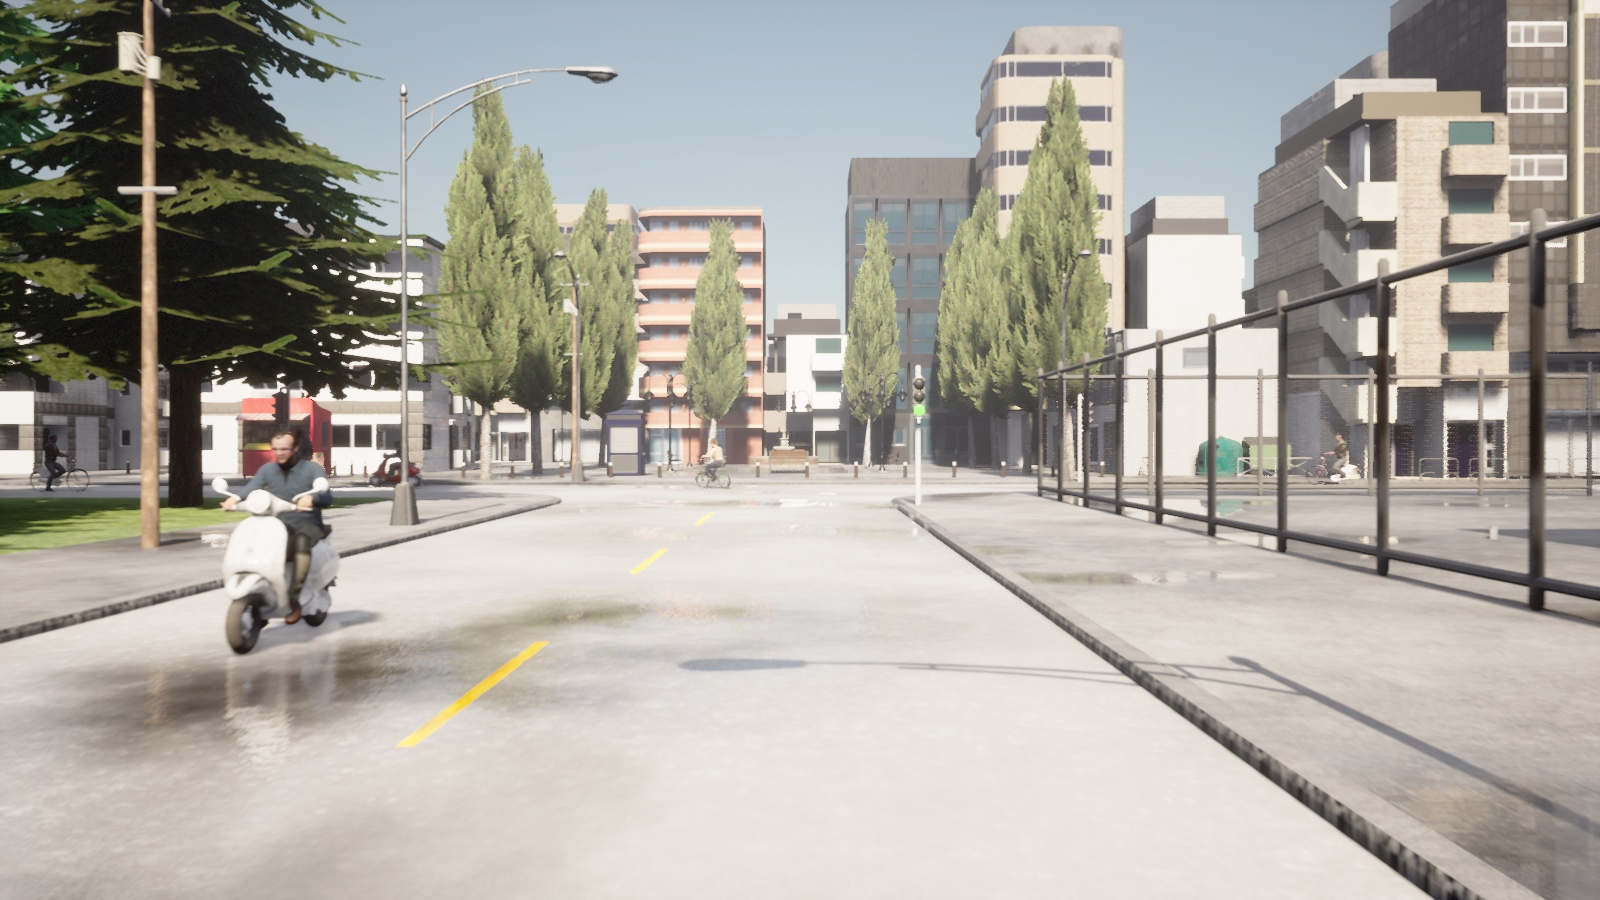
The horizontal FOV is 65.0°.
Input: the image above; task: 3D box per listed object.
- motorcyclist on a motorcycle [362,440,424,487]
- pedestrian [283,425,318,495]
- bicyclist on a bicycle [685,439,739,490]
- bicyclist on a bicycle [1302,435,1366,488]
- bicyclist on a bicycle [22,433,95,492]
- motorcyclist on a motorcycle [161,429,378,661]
[{"bbox_3d":[-13.761,0.450,42.494,1.817,1.590,0.866,0,0,1],"label":"motorcyclist on a motorcycle"},{"bbox_3d":[-13.199,0.259,33.203,0.694,1.848,0.540,0,0,1],"label":"pedestrian"},{"bbox_3d":[-2.862,0.451,40.738,1.509,1.612,0.866,0,3,39],"label":"bicyclist on a bicycle"},{"bbox_3d":[18.026,0.392,42.401,1.843,1.776,0.659,0,0,0],"label":"bicyclist on a bicycle"},{"bbox_3d":[-22.765,0.383,38.567,1.843,1.776,0.659,0,0,1],"label":"bicyclist on a bicycle"},{"bbox_3d":[-3.937,0.643,9.503,0.866,1.590,1.817,0,0,0],"label":"motorcyclist on a motorcycle"}]
